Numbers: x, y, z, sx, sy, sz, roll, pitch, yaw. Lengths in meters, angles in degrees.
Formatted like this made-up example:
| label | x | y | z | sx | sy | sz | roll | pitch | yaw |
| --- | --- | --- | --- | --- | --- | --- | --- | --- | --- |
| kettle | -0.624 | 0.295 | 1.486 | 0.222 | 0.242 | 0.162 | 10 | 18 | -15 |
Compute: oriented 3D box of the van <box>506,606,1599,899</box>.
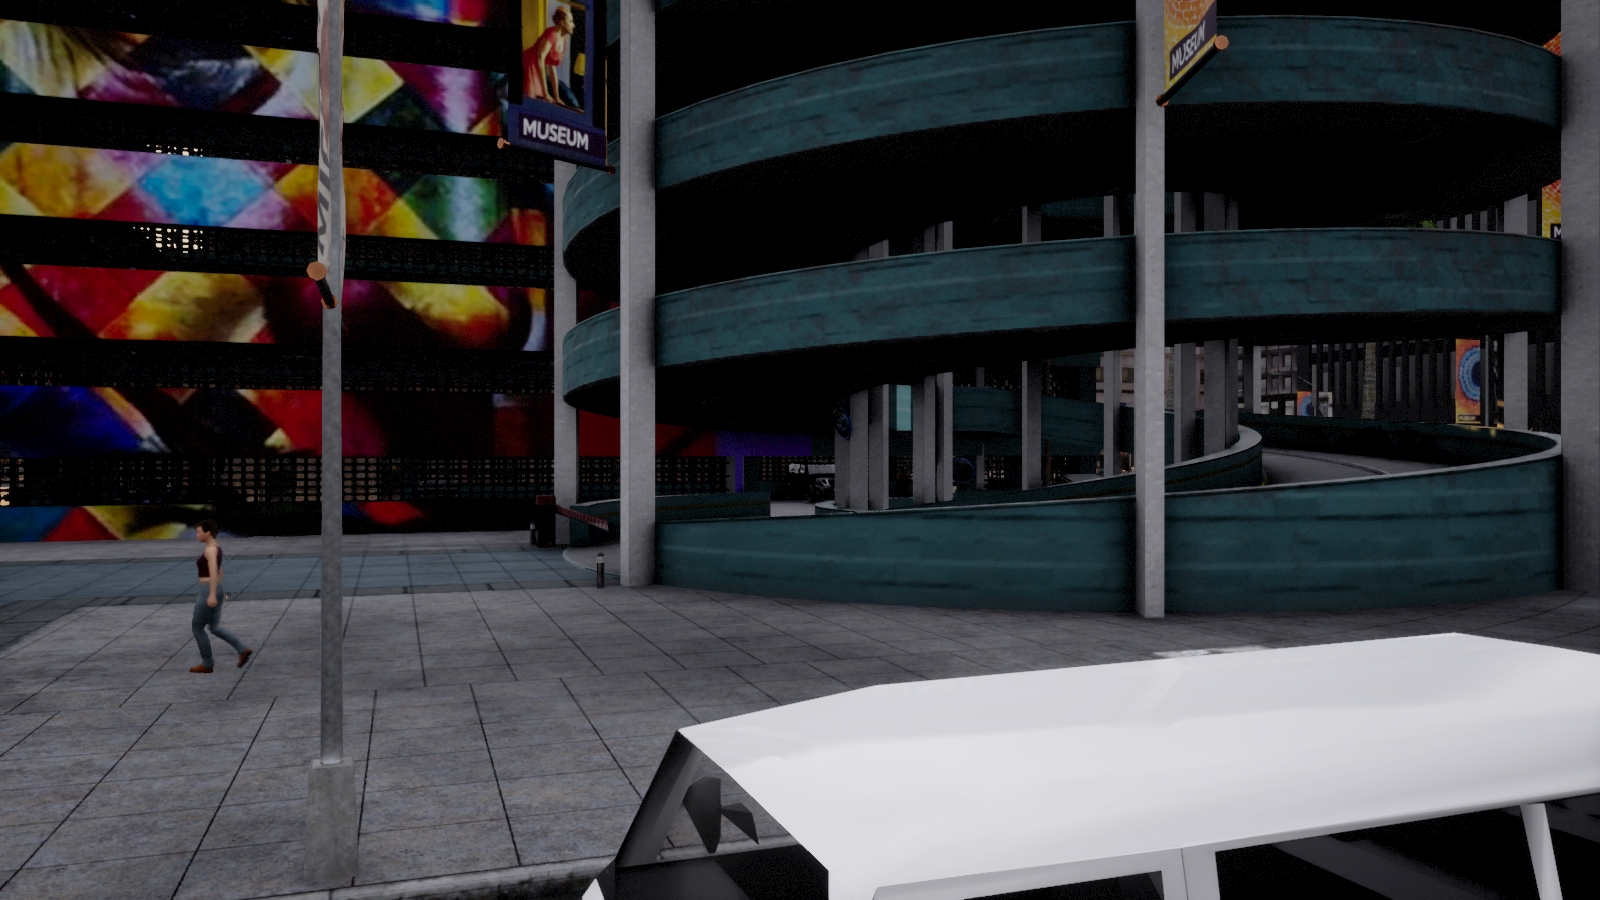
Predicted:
| label | x | y | z | sx | sy | sz | roll | pitch | yaw |
| --- | --- | --- | --- | --- | --- | --- | --- | --- | --- |
| van | 1.425 | 1.783 | 3.850 | 4.480 | 2.038 | 2.069 | 0 | 0 | -21 |

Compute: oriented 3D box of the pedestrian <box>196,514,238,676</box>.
| label | x | y | z | sx | sy | sz | roll | pitch | yaw |
| --- | --- | --- | --- | --- | --- | --- | --- | --- | --- |
| pedestrian | -6.882 | 1.696 | 13.504 | 0.375 | 1.860 | 0.375 | 0 | 0 | -16 |
